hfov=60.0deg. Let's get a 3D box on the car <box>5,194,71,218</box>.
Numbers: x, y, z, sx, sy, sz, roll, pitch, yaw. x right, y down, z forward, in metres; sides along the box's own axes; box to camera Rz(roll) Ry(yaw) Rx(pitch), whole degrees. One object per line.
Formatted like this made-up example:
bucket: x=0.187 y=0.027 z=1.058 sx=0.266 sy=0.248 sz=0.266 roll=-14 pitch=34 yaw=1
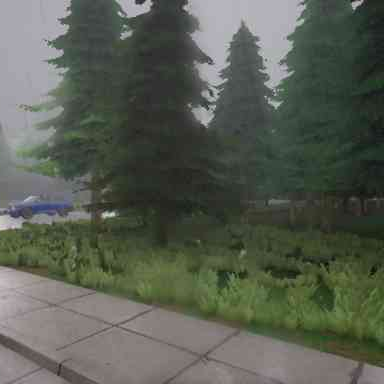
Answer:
car: x=-13.047 y=1.196 z=28.817 sx=2.150 sy=2.045 sz=5.566 roll=0 pitch=0 yaw=35
